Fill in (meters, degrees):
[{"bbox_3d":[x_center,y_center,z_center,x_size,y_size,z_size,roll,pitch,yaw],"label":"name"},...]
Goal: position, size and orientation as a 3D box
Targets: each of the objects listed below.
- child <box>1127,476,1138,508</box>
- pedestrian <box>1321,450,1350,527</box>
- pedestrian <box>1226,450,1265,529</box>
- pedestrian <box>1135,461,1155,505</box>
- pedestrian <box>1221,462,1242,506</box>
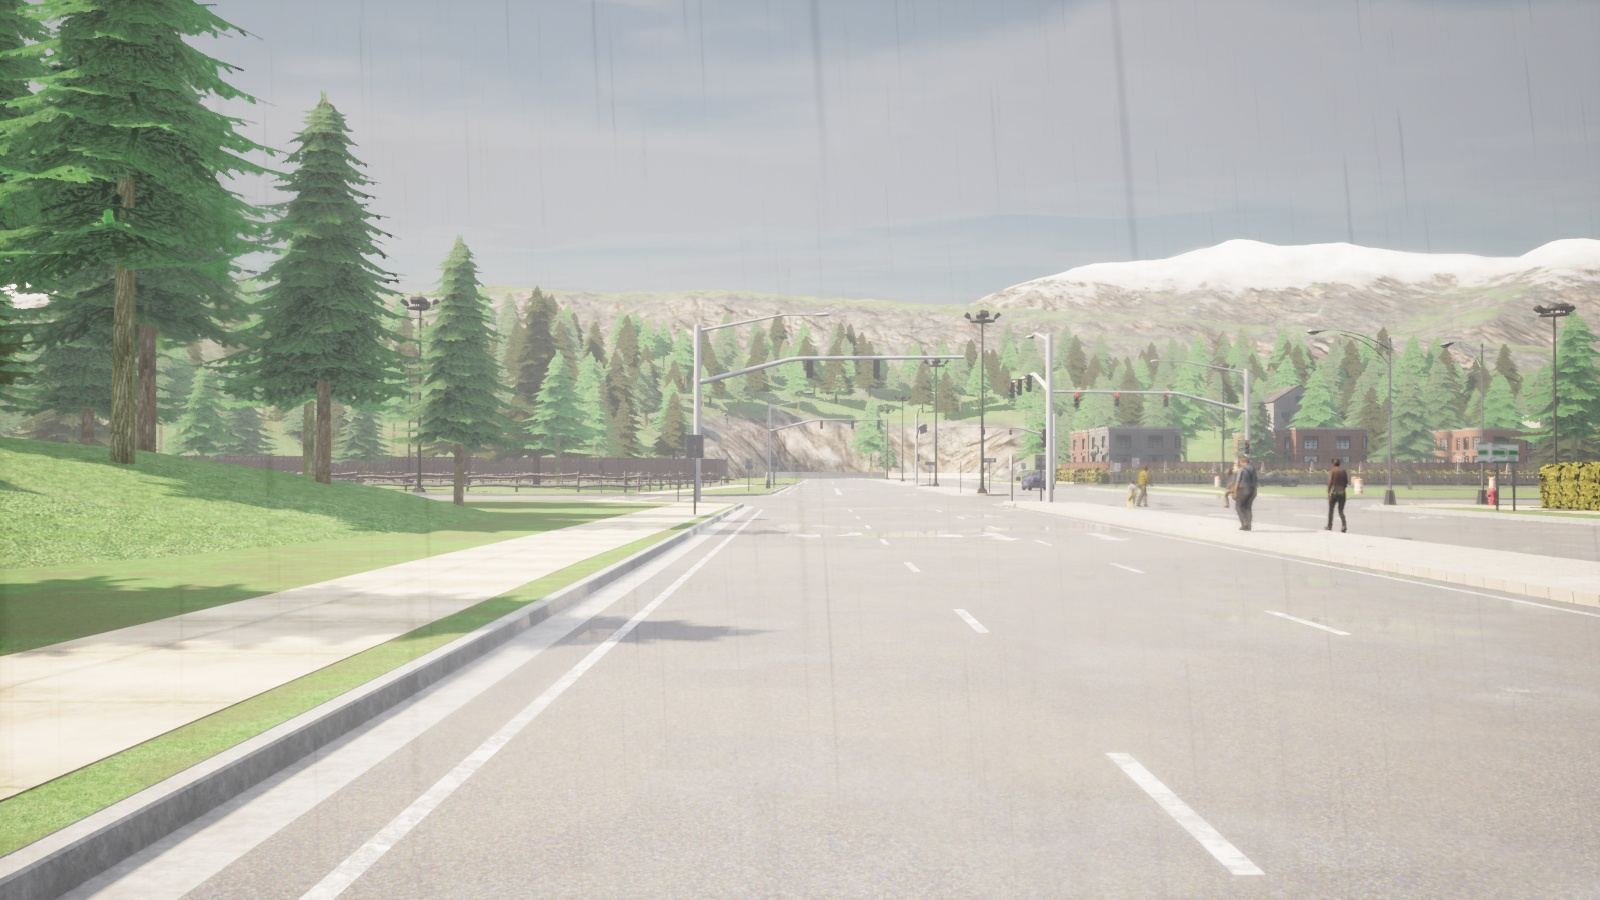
[{"bbox_3d":[12.836,1.619,48.512,0.270,1.263,0.437,0,-1,-4],"label":"child"},{"bbox_3d":[12.747,0.920,29.891,0.328,1.805,0.869,0,-1,2],"label":"pedestrian"},{"bbox_3d":[10.633,0.933,29.985,0.540,1.848,0.694,0,-1,-17],"label":"pedestrian"},{"bbox_3d":[14.698,1.402,53.547,0.726,1.835,0.370,0,-1,-14],"label":"pedestrian"},{"bbox_3d":[18.262,1.421,53.194,0.694,1.848,0.540,0,-1,2],"label":"pedestrian"}]
